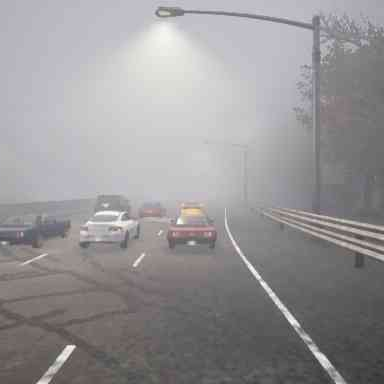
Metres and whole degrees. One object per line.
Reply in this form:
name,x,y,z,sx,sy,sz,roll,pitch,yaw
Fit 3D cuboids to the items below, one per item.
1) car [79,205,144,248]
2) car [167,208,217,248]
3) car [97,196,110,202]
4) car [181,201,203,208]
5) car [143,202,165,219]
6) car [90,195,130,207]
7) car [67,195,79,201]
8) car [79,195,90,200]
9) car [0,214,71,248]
car,-3.500,1.533,14.651,1.812,1.442,4.674,0,0,0
car,0.000,1.616,14.681,1.895,1.301,4.718,0,0,0
car,-21.000,1.583,78.869,1.812,1.442,4.674,0,0,0
car,0.000,1.494,29.651,1.882,1.535,5.008,0,0,0
car,-3.500,1.582,29.651,1.994,1.385,4.181,0,0,0
car,-7.000,1.267,29.682,2.150,2.045,5.566,0,0,0
car,-28.000,1.414,78.899,2.097,1.767,4.553,0,0,0
car,-24.500,1.558,78.868,1.837,1.490,4.892,0,0,0
car,-7.000,1.616,14.681,1.895,1.301,4.718,0,0,0
